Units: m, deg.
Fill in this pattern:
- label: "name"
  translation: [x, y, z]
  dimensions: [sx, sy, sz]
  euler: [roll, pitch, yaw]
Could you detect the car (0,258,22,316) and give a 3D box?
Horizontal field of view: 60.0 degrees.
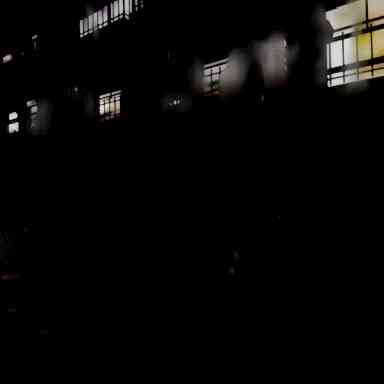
- label: "car"
  translation: [-5.004, 1.551, 6.301]
  dimensions: [4.507, 1.381, 1.887]
  euler: [0, -1, 35]
